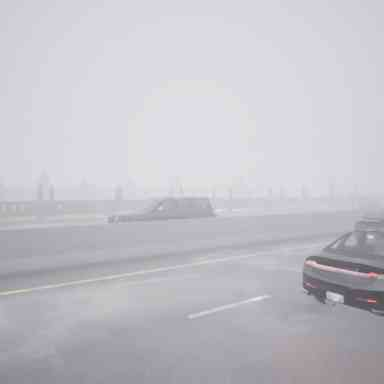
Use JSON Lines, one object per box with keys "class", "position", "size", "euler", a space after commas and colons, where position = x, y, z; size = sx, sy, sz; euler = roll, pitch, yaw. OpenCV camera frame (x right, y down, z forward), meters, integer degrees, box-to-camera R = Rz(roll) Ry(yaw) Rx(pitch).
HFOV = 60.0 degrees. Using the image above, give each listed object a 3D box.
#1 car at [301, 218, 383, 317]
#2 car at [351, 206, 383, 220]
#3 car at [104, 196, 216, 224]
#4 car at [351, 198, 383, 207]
{"class": "car", "position": [4.296, 1.492, 6.806], "size": [4.902, 1.511, 2.128], "euler": [0, 0, -35]}
{"class": "car", "position": [8.955, 1.506, 14.426], "size": [4.892, 1.490, 1.837], "euler": [0, 0, -35]}
{"class": "car", "position": [-1.337, 1.222, 15.930], "size": [5.566, 2.045, 2.150], "euler": [0, 0, -35]}
{"class": "car", "position": [21.323, 1.494, 40.604], "size": [4.902, 1.511, 2.128], "euler": [0, 0, -35]}
